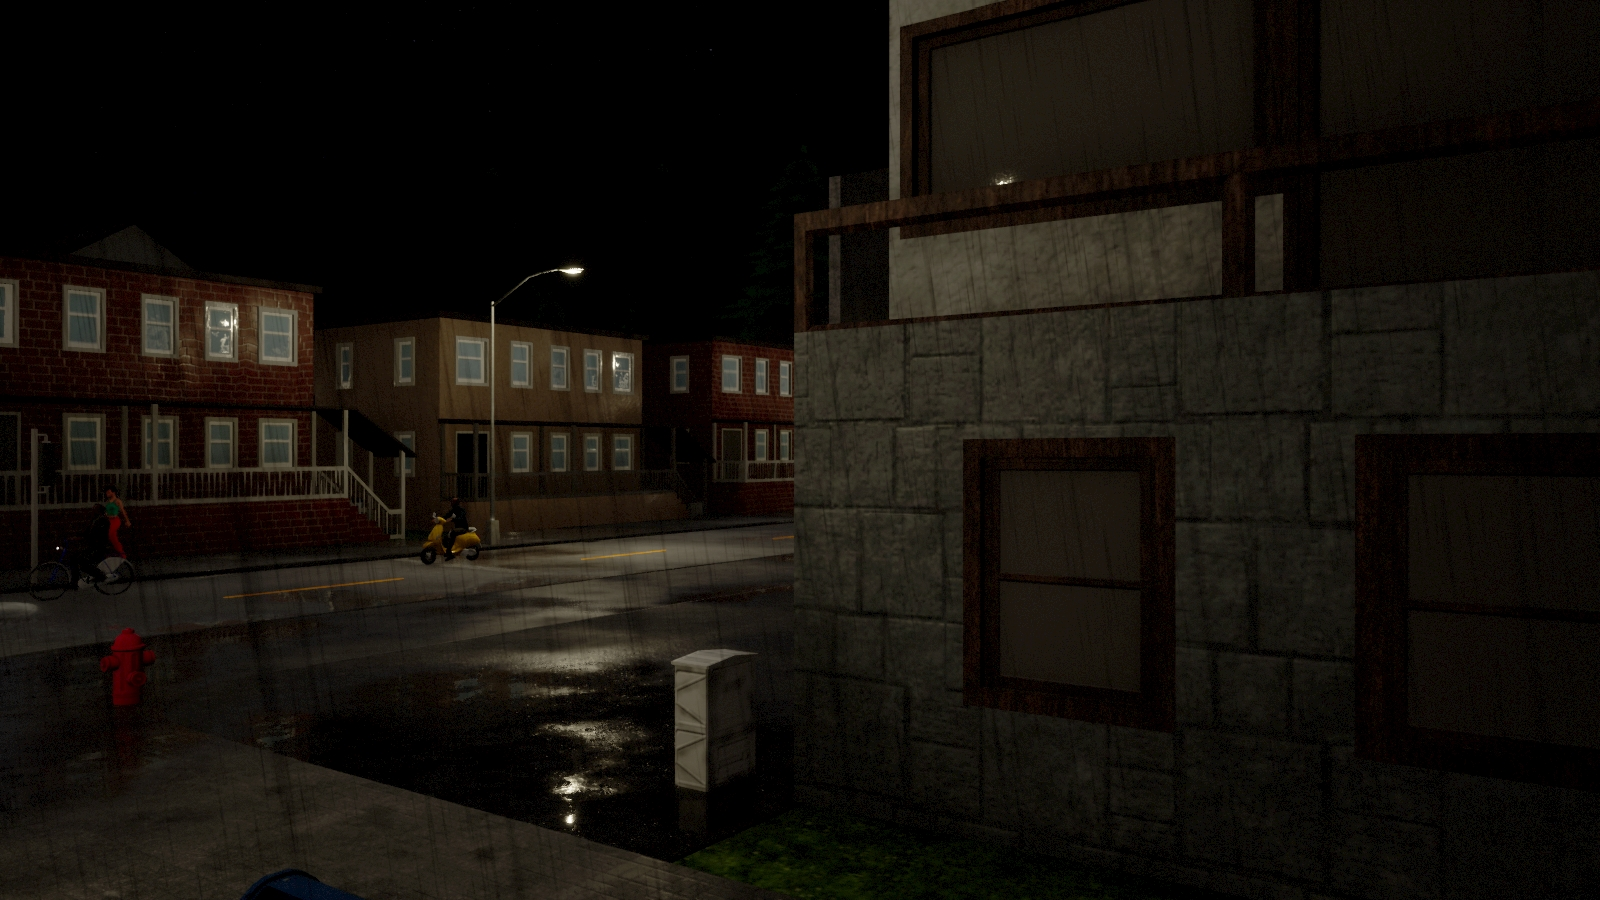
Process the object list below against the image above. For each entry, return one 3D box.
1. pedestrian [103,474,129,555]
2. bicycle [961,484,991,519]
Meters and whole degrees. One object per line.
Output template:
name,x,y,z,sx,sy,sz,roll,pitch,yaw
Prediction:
pedestrian,-16.049,1.504,26.797,0.375,1.860,0.375,0,0,28
bicycle,6.655,1.932,43.120,0.329,1.271,1.835,0,0,35
